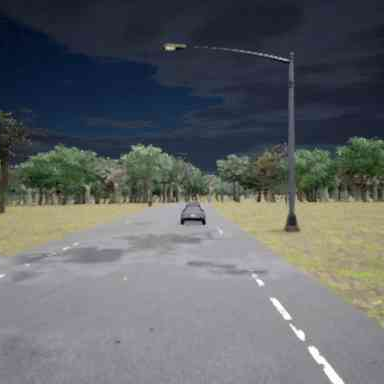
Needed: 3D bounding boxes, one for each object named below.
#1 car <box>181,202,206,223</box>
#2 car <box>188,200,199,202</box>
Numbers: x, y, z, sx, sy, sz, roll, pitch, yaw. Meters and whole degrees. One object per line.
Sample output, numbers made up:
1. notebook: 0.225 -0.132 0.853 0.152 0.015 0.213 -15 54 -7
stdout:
1. car: 0.090 1.780 27.368 1.994 1.385 4.181 0 0 0
2. car: 0.205 1.855 46.288 2.128 1.511 4.902 0 0 1
